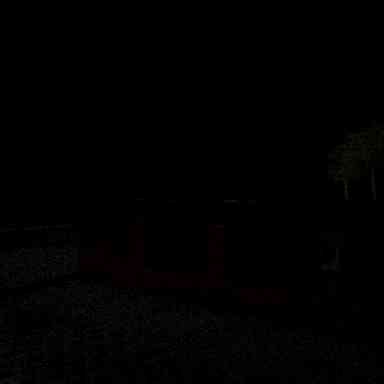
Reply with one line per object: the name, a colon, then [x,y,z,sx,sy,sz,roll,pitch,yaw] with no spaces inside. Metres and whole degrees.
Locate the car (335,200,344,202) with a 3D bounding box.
car: [19.346,1.845,43.615,4.902,1.511,2.128,1,-1,-45]
